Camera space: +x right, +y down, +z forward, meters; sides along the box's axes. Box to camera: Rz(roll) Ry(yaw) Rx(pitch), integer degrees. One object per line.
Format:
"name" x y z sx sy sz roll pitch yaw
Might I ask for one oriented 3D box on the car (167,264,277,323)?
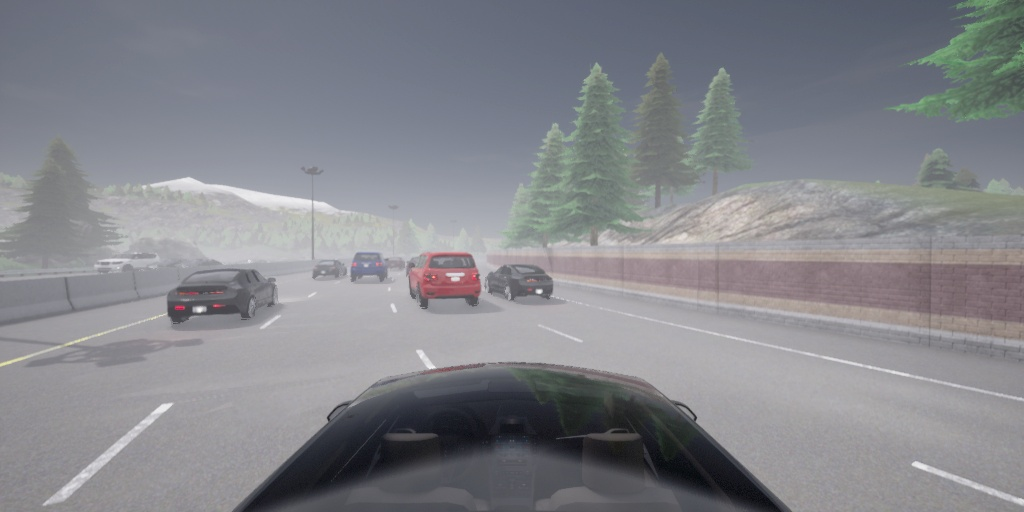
"car" -9.257 1.159 11.836 1.837 1.490 4.892 0 0 -22

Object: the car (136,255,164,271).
"car" -34.317 0.916 36.191 2.128 1.511 4.902 0 0 -10

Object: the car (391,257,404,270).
"car" -13.993 0.854 43.362 1.882 1.535 5.008 0 0 -9

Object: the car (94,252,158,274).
"car" -37.754 0.651 35.509 2.150 2.045 5.566 0 0 -10

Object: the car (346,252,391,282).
"car" -10.497 0.742 26.645 2.150 2.045 5.566 0 0 -15

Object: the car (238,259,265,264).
"car" -27.496 1.016 37.794 1.895 1.301 4.718 0 0 -10

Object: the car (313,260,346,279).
"car" -14.784 1.025 29.208 1.812 1.442 4.674 0 0 -14

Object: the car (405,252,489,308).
"car" -2.920 0.855 14.764 2.150 2.045 5.566 0 1 -21

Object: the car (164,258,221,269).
"car" -30.510 0.930 34.900 2.128 1.511 4.902 0 0 -11

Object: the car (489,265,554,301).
"car" 0.190 1.126 16.493 1.837 1.490 4.892 0 1 -21
